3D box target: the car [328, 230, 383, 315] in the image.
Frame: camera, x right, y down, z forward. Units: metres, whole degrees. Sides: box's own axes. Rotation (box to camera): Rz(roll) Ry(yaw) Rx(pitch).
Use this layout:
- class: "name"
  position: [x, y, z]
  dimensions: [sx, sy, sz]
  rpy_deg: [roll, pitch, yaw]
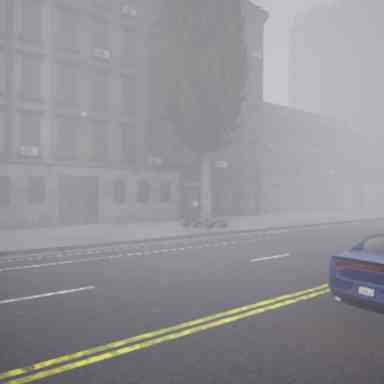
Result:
- class: "car"
  position: [4.910, 1.492, 6.952]
  dimensions: [5.008, 1.535, 1.882]
  rpy_deg: [0, 0, -35]
